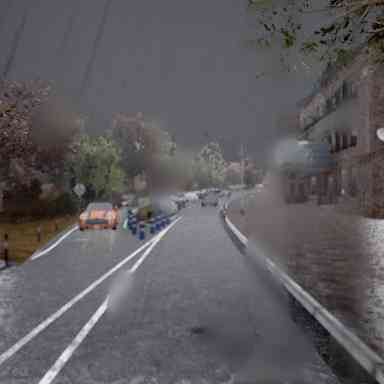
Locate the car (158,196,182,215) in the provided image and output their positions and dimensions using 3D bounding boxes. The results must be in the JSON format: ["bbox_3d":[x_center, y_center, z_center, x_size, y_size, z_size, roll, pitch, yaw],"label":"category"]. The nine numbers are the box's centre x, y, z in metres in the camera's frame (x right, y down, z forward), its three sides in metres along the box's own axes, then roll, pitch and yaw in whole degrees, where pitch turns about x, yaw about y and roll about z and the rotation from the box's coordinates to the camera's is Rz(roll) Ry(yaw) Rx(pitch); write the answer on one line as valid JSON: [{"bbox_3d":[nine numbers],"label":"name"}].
[{"bbox_3d":[-2.508,1.549,33.432,2.002,1.452,4.674,-2,2,4],"label":"car"}]

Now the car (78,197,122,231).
[{"bbox_3d":[-5.682,1.357,20.699,2.097,1.767,4.553,0,1,-10],"label":"car"}]

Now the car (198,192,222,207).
[{"bbox_3d":[2.373,1.125,43.097,1.994,1.385,4.181,0,3,8],"label":"car"}]

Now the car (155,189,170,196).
[{"bbox_3d":[-5.491,0.122,62.846,2.033,1.411,5.357,0,2,11],"label":"car"}]

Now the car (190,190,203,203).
[{"bbox_3d":[-0.218,0.827,49.924,2.002,1.452,4.674,-1,2,12],"label":"car"}]

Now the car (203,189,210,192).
[{"bbox_3d":[1.125,0.512,56.003,2.097,1.535,5.008,-1,3,14],"label":"car"}]

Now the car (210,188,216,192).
[{"bbox_3d":[2.534,0.239,61.530,2.231,1.521,4.892,0,3,16],"label":"car"}]

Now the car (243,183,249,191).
[{"bbox_3d":[12.409,-1.012,87.625,2.231,1.521,4.892,-3,2,26],"label":"car"}]

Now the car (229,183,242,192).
[{"bbox_3d":[10.046,-0.762,82.564,2.231,1.521,4.892,-3,2,25],"label":"car"}]

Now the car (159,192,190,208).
[{"bbox_3d":[-1.979,1.227,39.545,2.097,1.535,5.008,1,3,9],"label":"car"}]

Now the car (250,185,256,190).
[{"bbox_3d":[14.951,-1.513,92.625,2.435,2.045,5.566,-3,2,28],"label":"car"}]

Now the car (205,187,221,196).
[{"bbox_3d":[4.370,-0.051,67.578,2.097,1.535,5.008,0,3,18],"label":"car"}]

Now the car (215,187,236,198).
[{"bbox_3d":[6.209,0.281,60.820,2.033,1.411,5.357,0,3,16],"label":"car"}]

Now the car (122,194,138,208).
[{"bbox_3d":[-7.553,1.041,39.416,2.128,1.511,4.902,0,2,-1],"label":"car"}]
